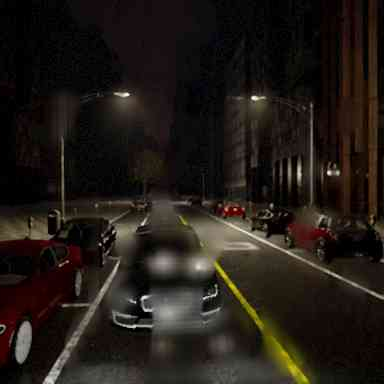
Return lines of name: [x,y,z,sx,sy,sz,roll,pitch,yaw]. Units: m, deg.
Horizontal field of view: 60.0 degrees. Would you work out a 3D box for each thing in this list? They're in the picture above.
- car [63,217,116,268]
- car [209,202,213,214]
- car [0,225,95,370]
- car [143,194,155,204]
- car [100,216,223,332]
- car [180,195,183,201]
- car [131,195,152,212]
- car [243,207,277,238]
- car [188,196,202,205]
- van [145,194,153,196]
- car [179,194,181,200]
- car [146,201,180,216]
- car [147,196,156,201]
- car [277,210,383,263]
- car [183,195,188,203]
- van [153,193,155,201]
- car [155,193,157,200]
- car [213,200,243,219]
car: [-3.622,1.571,11.299,1.947,1.339,4.313,0,0,-5]
car: [2.828,1.590,34.688,1.947,1.339,4.313,0,0,-5]
car: [-3.112,1.546,5.644,1.887,1.381,4.507,0,0,-5]
car: [-8.722,1.363,67.844,2.192,1.841,5.009,0,0,-5]
car: [-0.579,1.508,7.191,1.837,1.490,4.892,0,0,-5]
car: [-1.252,1.643,79.926,1.802,1.307,4.206,0,0,-5]
car: [-6.172,1.465,39.571,1.967,1.590,4.097,0,0,-5]
car: [4.358,1.578,17.725,1.947,1.339,4.313,0,0,-5]
car: [0.788,1.623,57.307,1.802,1.307,4.206,0,0,-5]
van: [-7.192,1.375,50.881,1.690,1.788,3.998,0,0,-5]
car: [-1.777,1.593,85.750,1.752,1.417,4.829,0,0,-5]
car: [-1.914,1.577,22.734,1.994,1.385,4.181,0,0,-7]
car: [-10.252,1.615,84.807,2.008,1.369,4.403,0,0,-5]
car: [4.868,1.448,12.069,1.967,1.590,4.097,0,0,-5]
car: [-0.232,1.602,68.617,2.008,1.369,4.403,0,0,-5]
van: [-7.702,1.379,56.535,1.690,1.788,3.998,0,0,-5]
car: [-8.212,1.358,62.190,2.192,1.841,5.009,0,0,-5]
car: [3.338,1.460,29.033,1.967,1.590,4.097,0,0,-5]
